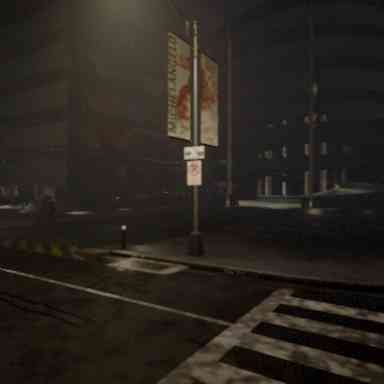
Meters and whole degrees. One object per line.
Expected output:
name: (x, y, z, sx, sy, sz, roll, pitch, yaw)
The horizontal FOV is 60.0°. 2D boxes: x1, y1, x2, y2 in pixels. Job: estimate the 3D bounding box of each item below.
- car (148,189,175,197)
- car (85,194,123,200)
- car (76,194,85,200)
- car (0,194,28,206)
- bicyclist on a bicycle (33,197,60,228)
car: (-6.153, 0.363, 66.370, 5.566, 2.045, 2.435, 0, 1, 32)
car: (-9.467, 0.942, 37.685, 4.674, 1.452, 2.002, 0, 1, 32)
car: (-15.387, 0.959, 50.325, 4.718, 1.301, 1.895, 0, 1, 32)
car: (-21.968, 1.005, 40.763, 4.786, 1.482, 2.161, 0, 1, 32)
bicyclist on a bicycle: (-7.952, 1.117, 18.246, 0.582, 1.620, 1.656, 0, 1, 33)
